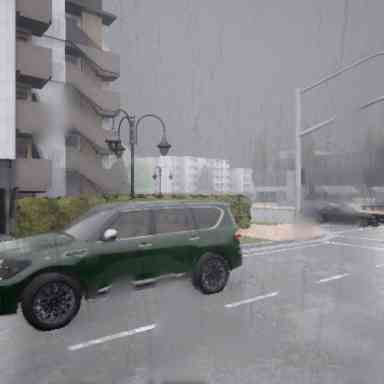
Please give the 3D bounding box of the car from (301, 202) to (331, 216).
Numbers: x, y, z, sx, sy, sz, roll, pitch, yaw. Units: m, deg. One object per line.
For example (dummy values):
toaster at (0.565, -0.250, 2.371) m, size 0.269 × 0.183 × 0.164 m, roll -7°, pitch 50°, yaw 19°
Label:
car at (10.761, 1.526, 26.491) m, size 1.812 × 1.442 × 4.674 m, roll 0°, pitch 0°, yaw -38°

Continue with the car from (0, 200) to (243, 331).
car at (-1.384, 1.221, 7.227) m, size 5.566 × 2.045 × 2.150 m, roll 0°, pitch 0°, yaw -35°

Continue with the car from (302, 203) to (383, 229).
car at (9.993, 1.601, 21.782) m, size 1.895 × 1.301 × 4.718 m, roll 0°, pitch 0°, yaw -38°
